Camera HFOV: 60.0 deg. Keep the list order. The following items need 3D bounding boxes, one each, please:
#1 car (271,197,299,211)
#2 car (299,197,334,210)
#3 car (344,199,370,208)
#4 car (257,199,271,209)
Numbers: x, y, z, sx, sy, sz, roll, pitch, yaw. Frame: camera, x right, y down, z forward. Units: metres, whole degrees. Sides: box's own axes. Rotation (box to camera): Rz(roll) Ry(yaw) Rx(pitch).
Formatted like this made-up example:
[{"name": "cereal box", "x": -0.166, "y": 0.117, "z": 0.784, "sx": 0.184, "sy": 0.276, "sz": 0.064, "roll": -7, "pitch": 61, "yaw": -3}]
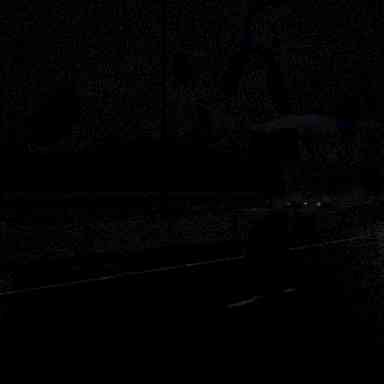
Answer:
[{"name": "car", "x": 12.336, "y": 1.389, "z": 41.816, "sx": 2.097, "sy": 1.767, "sz": 4.553, "roll": 0, "pitch": 0, "yaw": 44}, {"name": "car", "x": 15.103, "y": 1.392, "z": 39.664, "sx": 2.097, "sy": 1.767, "sz": 4.553, "roll": 0, "pitch": 0, "yaw": 43}, {"name": "car", "x": 19.448, "y": 1.536, "z": 39.164, "sx": 2.128, "sy": 1.511, "sz": 4.902, "roll": 0, "pitch": 0, "yaw": 43}, {"name": "car", "x": 10.491, "y": 1.603, "z": 44.949, "sx": 1.994, "sy": 1.385, "sz": 4.181, "roll": 0, "pitch": 0, "yaw": 43}]
